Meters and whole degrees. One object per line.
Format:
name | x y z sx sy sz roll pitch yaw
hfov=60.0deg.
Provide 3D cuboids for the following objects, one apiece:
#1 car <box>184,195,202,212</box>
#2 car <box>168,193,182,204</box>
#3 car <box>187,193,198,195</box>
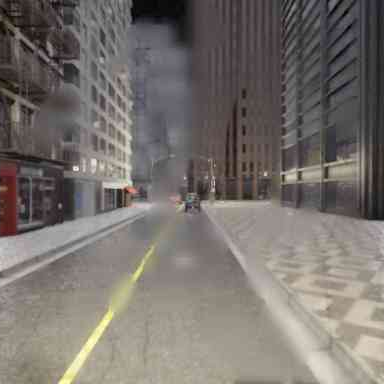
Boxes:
car | 0.093 1.464 38.723 1.837 1.490 4.892 0 0 0
car | -3.010 1.240 60.223 2.150 2.045 5.566 0 0 0
car | 0.071 1.156 54.490 2.150 2.045 5.566 0 0 -3
